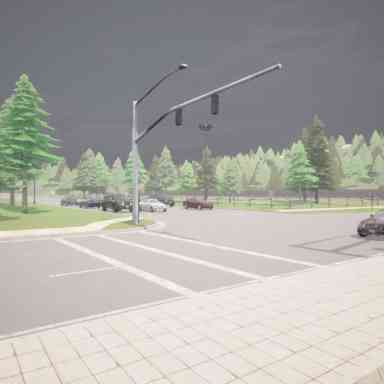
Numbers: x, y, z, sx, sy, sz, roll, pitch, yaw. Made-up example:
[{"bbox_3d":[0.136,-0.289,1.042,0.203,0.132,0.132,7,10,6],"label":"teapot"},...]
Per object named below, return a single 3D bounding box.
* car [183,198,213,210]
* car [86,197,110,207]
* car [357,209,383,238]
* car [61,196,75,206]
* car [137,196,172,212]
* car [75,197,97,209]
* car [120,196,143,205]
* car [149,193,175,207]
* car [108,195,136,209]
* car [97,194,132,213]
[{"bbox_3d":[0.750,1.478,42.900,1.882,1.535,5.008,0,0,-35],"label":"car"},{"bbox_3d":[-15.147,1.547,53.353,2.033,1.411,5.357,0,0,-35],"label":"car"},{"bbox_3d":[10.147,1.526,16.569,4.674,1.442,1.812,0,0,-35],"label":"car"},{"bbox_3d":[-20.055,1.505,54.266,1.837,1.490,4.892,0,0,-35],"label":"car"},{"bbox_3d":[-4.637,1.526,38.424,1.812,1.442,4.674,0,0,-35],"label":"car"},{"bbox_3d":[-14.132,1.601,45.813,1.895,1.301,4.718,0,0,-35],"label":"car"},{"bbox_3d":[-10.950,1.547,59.594,2.033,1.411,5.357,0,0,-35],"label":"car"},{"bbox_3d":[-4.826,1.221,50.831,2.150,2.045,5.566,0,0,-35],"label":"car"},{"bbox_3d":[-9.691,1.352,45.582,2.097,1.767,4.553,0,0,-35],"label":"car"},{"bbox_3d":[-8.506,1.221,37.825,2.150,2.045,5.566,0,0,-36],"label":"car"}]
